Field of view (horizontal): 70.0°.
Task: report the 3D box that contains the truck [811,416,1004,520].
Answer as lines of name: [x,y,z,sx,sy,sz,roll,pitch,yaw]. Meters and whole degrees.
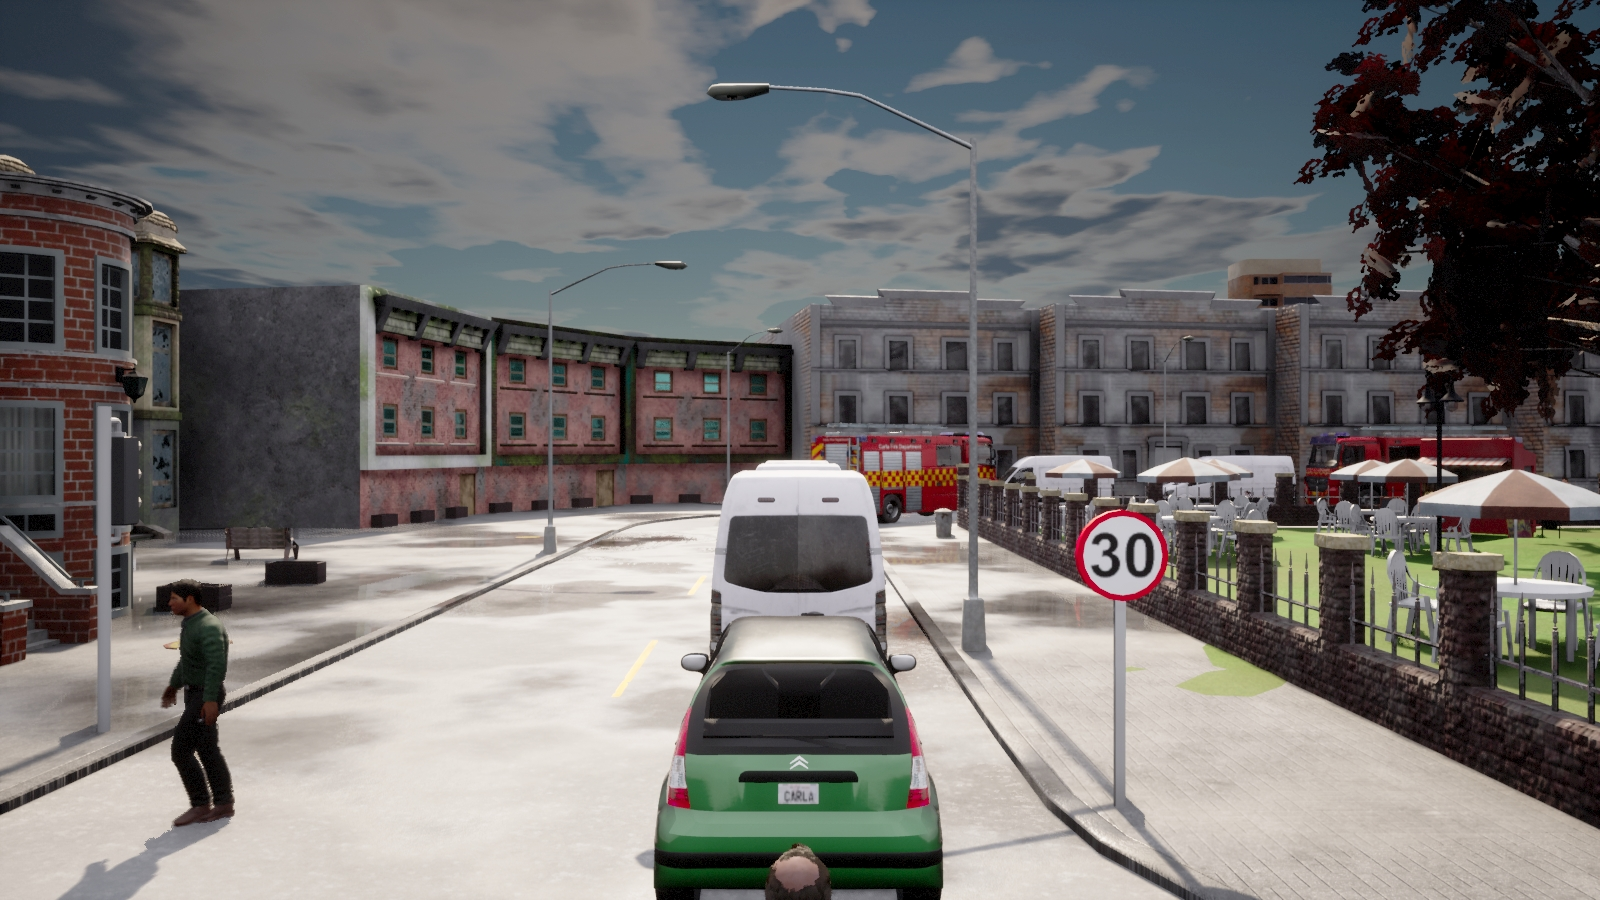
truck: [4.502,0.672,46.247,8.468,3.827,2.891,0,0,-43]

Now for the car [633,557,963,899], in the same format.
car: [-0.015,1.779,8.404,1.851,1.617,3.988,0,0,0]

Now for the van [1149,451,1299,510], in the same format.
van: [18.656,1.314,50.452,5.915,2.561,1.988,0,0,0]

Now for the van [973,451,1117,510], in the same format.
van: [10.768,1.314,50.430,5.915,2.561,1.988,0,0,0]

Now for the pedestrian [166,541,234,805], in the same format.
pedestrian: [-4.466,1.629,8.501,0.375,1.860,0.375,0,0,-40]

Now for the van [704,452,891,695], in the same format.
van: [-0.025,1.315,15.105,1.988,2.561,5.915,0,0,0]

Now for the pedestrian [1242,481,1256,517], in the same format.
pedestrian: [16.480,1.805,41.942,0.375,1.300,0.375,0,0,7]

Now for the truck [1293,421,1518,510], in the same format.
truck: [26.739,0.670,50.713,8.468,3.827,2.891,0,0,0]
